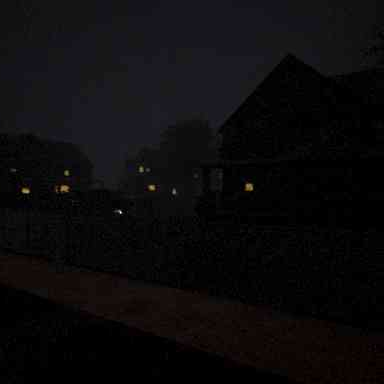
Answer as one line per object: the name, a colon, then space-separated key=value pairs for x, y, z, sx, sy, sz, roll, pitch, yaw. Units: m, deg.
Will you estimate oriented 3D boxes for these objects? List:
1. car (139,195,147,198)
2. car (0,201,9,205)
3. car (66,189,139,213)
car: x=-5.996 y=0.920 z=33.374 sx=1.994 sy=1.385 sz=4.181 roll=1 pitch=2 yaw=35
car: x=-13.860 y=1.278 z=22.267 sx=1.895 sy=1.301 sz=4.718 roll=1 pitch=2 yaw=34
car: x=-7.276 y=0.767 z=26.652 sx=2.150 sy=2.045 sz=5.566 roll=1 pitch=2 yaw=37
